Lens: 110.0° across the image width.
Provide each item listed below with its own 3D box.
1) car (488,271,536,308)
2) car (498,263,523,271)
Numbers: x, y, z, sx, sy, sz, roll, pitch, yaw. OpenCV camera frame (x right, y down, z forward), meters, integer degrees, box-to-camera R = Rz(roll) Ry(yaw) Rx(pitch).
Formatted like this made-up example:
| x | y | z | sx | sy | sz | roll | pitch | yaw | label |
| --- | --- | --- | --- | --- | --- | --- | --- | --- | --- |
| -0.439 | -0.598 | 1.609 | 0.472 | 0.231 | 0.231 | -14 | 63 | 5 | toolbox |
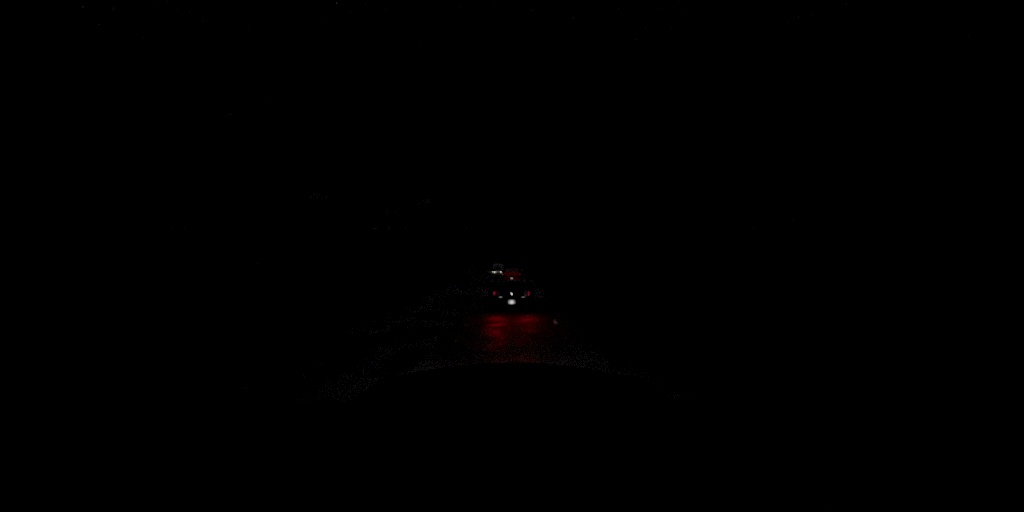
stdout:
| x | y | z | sx | sy | sz | roll | pitch | yaw | label |
| --- | --- | --- | --- | --- | --- | --- | --- | --- | --- |
| -0.008 | 1.499 | 15.967 | 1.895 | 1.301 | 4.718 | 0 | -1 | 0 | car |
| -0.015 | 1.626 | 31.249 | 1.812 | 1.442 | 4.674 | 0 | -1 | 0 | car |
